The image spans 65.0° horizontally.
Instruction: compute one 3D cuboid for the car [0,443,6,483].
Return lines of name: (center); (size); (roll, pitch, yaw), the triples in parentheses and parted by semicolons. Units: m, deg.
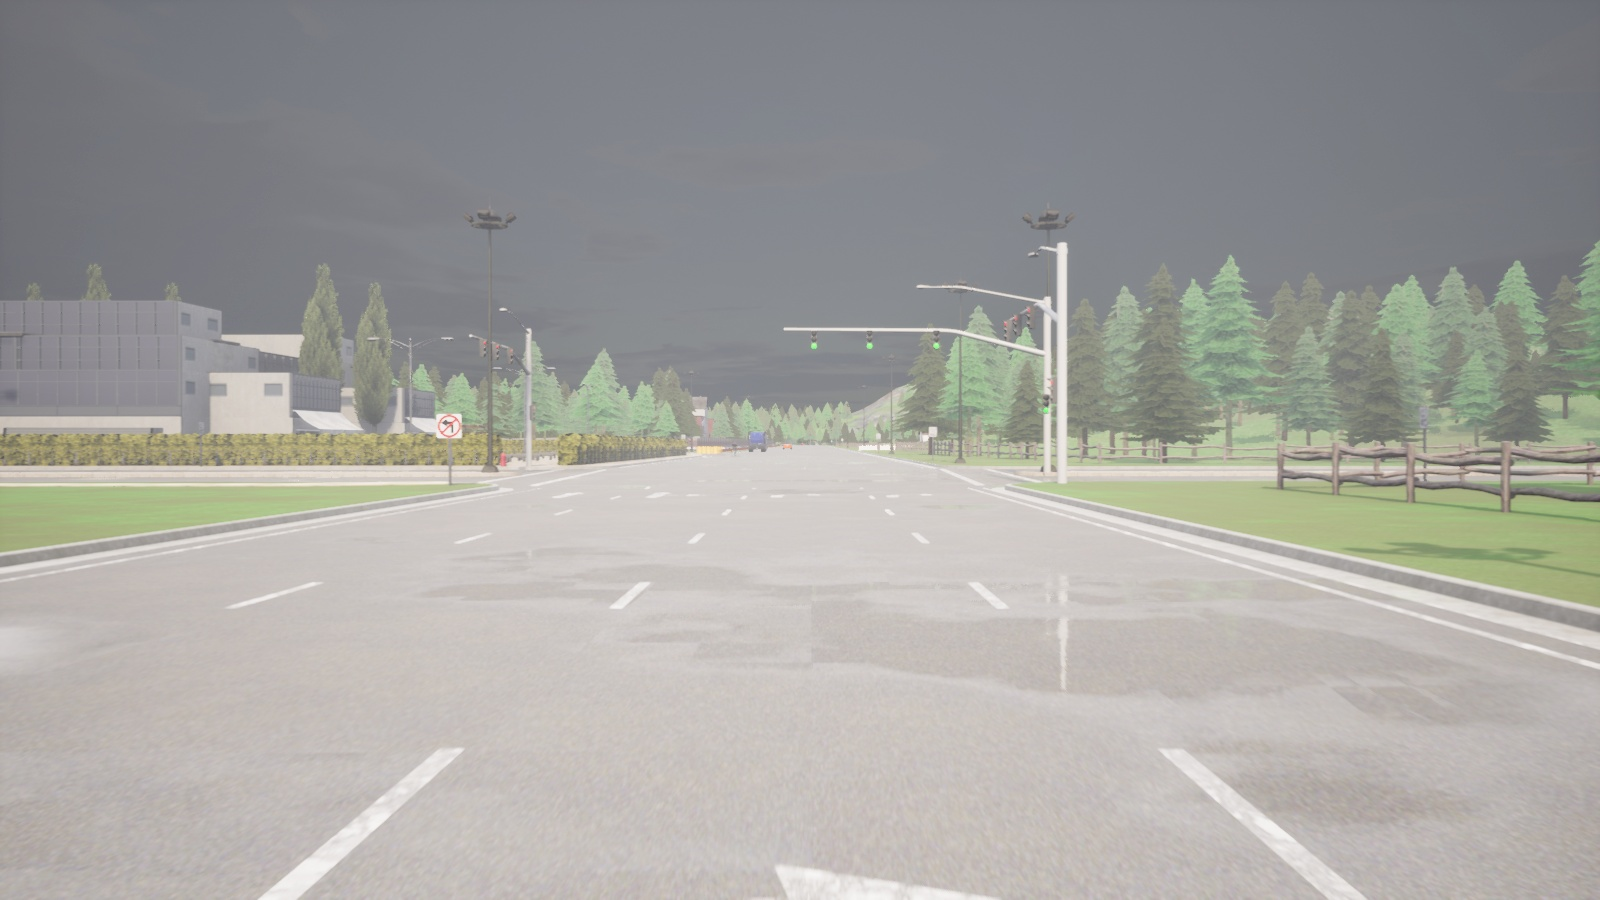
car: (-31.517, 0.474, 46.049); (3.633, 1.501, 1.845); (0, 0, 0)
